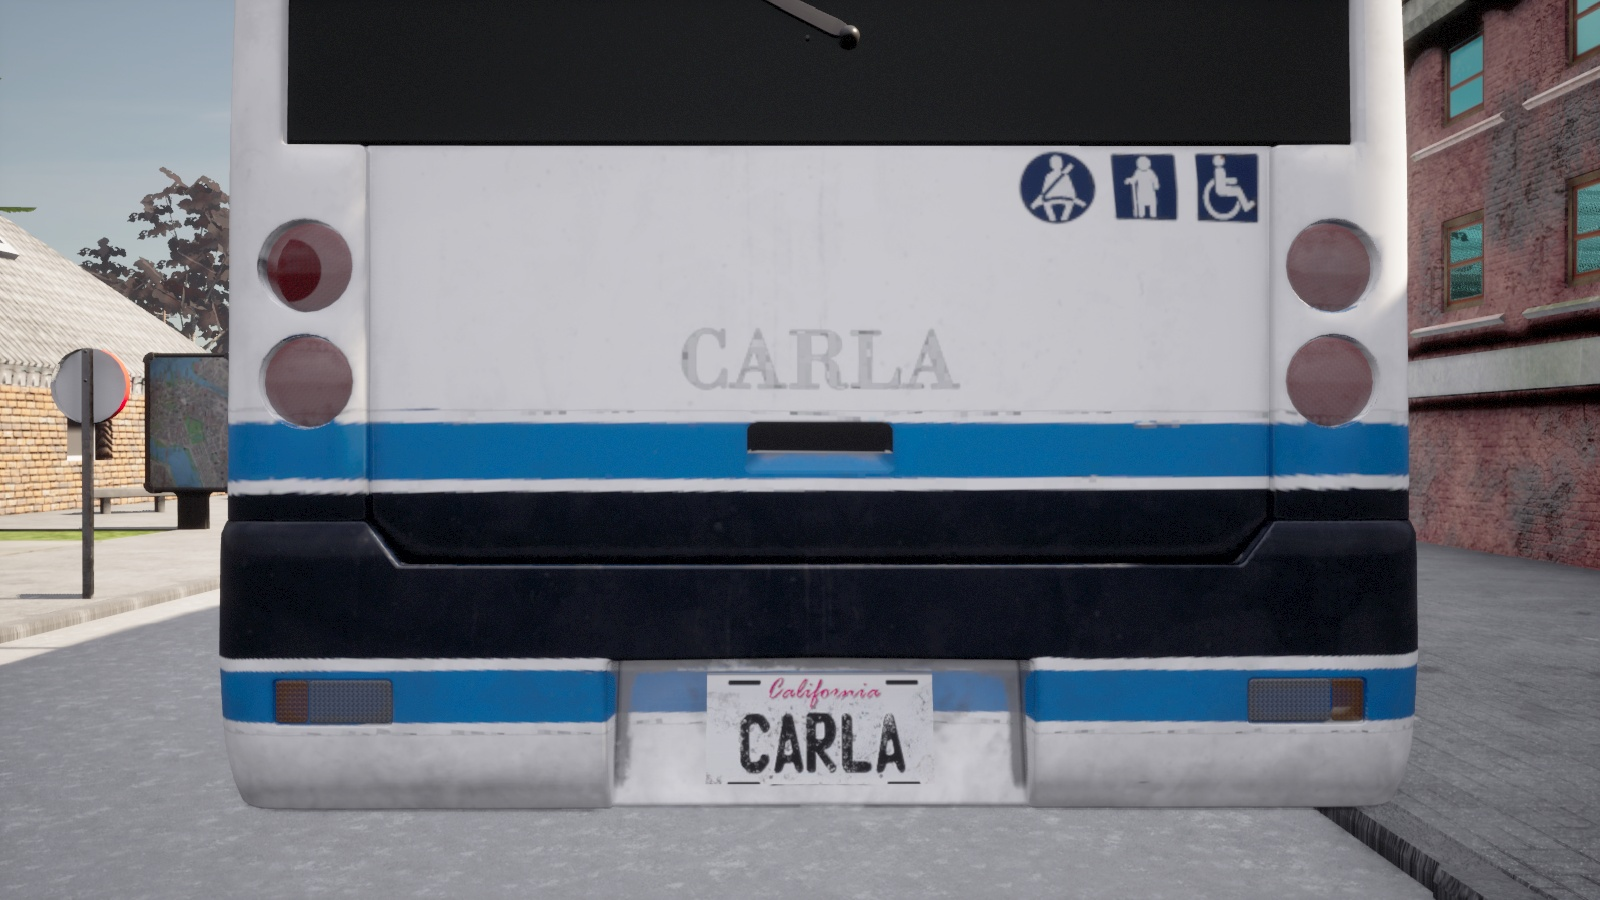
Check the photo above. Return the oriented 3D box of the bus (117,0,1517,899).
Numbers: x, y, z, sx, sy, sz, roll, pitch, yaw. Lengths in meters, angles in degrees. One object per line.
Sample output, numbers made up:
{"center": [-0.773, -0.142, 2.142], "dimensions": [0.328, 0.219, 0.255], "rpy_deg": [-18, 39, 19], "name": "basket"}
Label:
{"center": [0.025, -0.679, 8.677], "dimensions": [3.944, 4.253, 10.273], "rpy_deg": [0, 0, 0], "name": "bus"}
